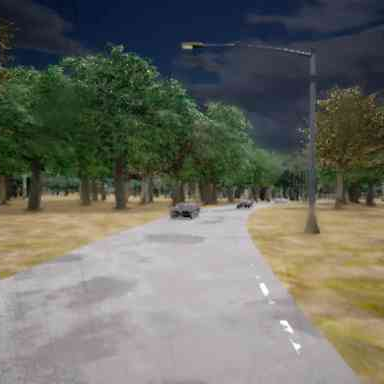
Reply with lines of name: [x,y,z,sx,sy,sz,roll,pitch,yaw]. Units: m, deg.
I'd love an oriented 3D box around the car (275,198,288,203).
car: [21.299,2.031,78.611,1.895,1.301,4.718,1,0,31]

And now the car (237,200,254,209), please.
car: [7.784,1.738,48.068,1.895,1.301,4.718,0,0,18]

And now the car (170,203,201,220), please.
car: [-0.517,1.616,28.093,1.895,1.301,4.718,0,0,10]
